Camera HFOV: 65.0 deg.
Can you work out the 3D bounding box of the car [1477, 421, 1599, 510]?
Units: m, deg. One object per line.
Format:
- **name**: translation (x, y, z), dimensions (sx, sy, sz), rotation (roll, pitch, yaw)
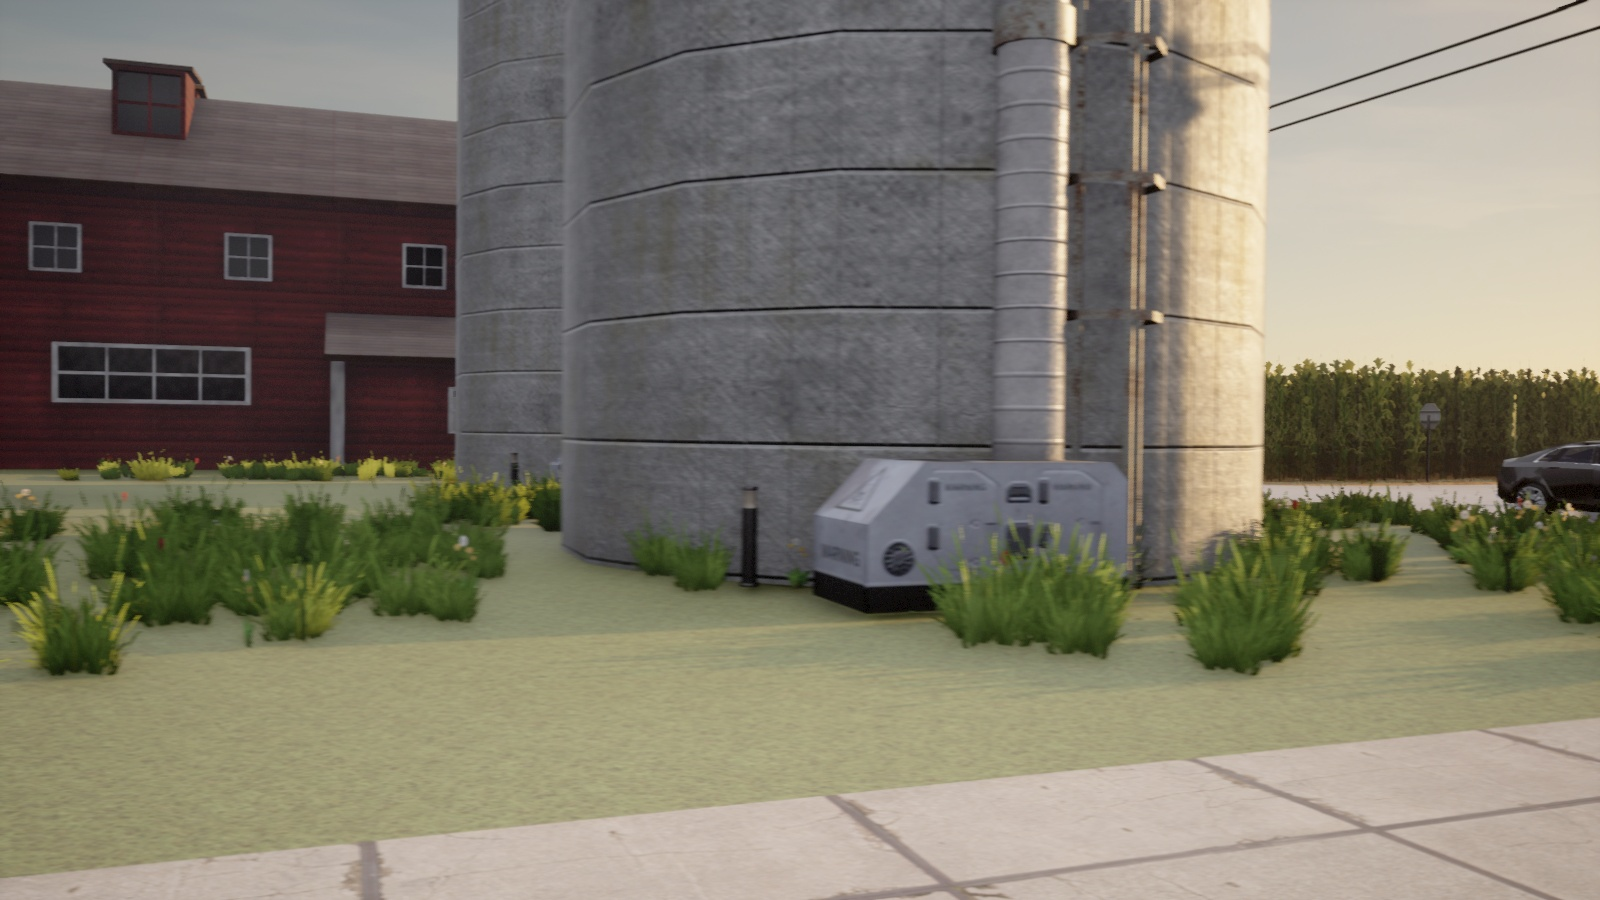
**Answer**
- **car**: translation (14.590, 0.242, 21.759), dimensions (2.128, 1.511, 4.902), rotation (-1, 1, -19)
